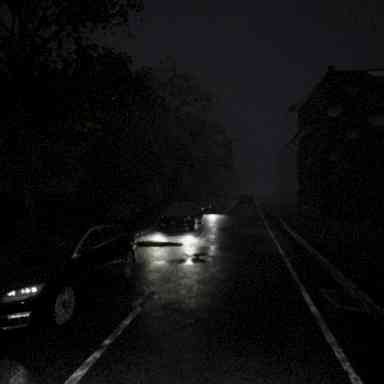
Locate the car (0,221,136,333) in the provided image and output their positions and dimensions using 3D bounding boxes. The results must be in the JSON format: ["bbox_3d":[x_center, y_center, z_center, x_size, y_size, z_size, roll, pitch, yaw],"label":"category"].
[{"bbox_3d":[-2.689,1.419,7.025,2.128,1.511,4.902,0,0,10],"label":"car"}]

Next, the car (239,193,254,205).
[{"bbox_3d":[7.436,0.861,45.670,1.882,1.535,5.008,1,1,10],"label":"car"}]

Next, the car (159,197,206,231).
[{"bbox_3d":[-0.560,1.292,19.561,1.882,1.535,5.008,0,0,9],"label":"car"}]

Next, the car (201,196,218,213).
[{"bbox_3d":[1.417,1.155,31.362,1.837,1.490,4.892,0,1,10],"label":"car"}]
